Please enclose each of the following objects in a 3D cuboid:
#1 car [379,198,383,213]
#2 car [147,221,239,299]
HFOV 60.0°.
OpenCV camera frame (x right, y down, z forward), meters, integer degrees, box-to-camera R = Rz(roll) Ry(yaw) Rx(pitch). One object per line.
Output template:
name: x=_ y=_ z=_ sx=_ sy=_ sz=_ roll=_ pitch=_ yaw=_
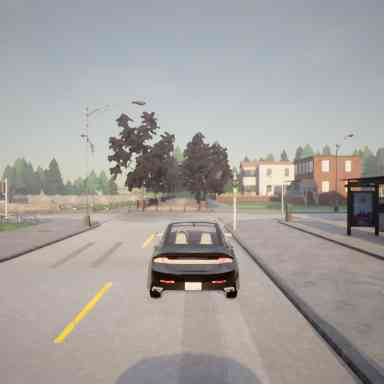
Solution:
car: x=18.435 y=1.352 z=33.333 sx=4.553 sy=1.767 sz=2.097 roll=0 pitch=0 yaw=0
car: x=0.047 y=1.492 z=8.445 sx=2.128 sy=1.511 sz=4.902 roll=0 pitch=0 yaw=1
